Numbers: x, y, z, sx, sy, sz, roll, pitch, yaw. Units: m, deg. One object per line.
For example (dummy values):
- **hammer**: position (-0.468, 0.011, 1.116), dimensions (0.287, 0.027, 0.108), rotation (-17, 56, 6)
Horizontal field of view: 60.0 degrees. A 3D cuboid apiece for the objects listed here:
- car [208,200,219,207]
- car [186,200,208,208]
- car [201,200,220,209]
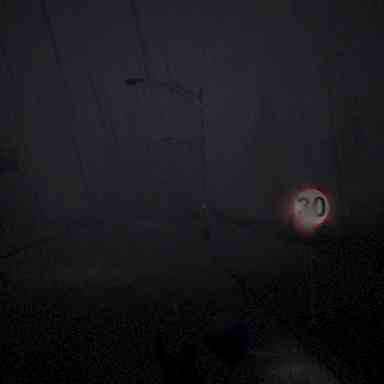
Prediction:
- **car**: position (3.569, 2.216, 62.692), dimensions (1.853, 1.218, 4.536), rotation (-2, -1, 23)
- **car**: position (0.770, 2.213, 62.738), dimensions (3.633, 1.501, 1.845), rotation (-2, -1, 4)
- **car**: position (3.594, 2.373, 62.738), dimensions (2.038, 1.542, 4.974), rotation (-2, -1, 23)
